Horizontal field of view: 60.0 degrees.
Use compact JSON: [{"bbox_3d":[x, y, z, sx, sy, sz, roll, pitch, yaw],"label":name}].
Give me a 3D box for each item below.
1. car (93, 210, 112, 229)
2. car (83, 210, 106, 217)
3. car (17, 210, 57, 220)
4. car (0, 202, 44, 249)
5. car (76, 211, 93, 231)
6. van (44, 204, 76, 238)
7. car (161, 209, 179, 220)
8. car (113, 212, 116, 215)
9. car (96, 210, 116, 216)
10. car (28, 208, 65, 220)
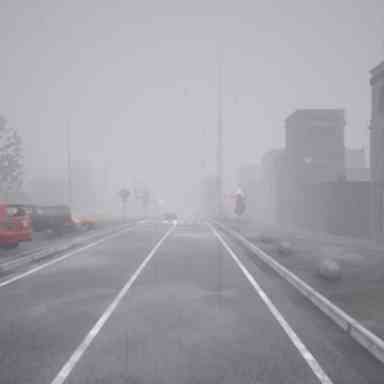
[{"bbox_3d":[-9.365,2.133,25.797,5.366,1.575,1.946,0,-2,0],"label":"car"},{"bbox_3d":[-21.796,4.840,74.616,4.674,1.452,2.002,0,-3,0],"label":"car"},{"bbox_3d":[-21.880,3.257,47.156,4.674,1.452,2.002,0,-3,0],"label":"car"},{"bbox_3d":[-9.519,1.451,13.666,5.566,2.045,2.435,0,-2,0],"label":"car"},{"bbox_3d":[-9.568,1.893,22.886,4.553,1.767,2.185,0,-2,0],"label":"car"},{"bbox_3d":[-9.640,1.682,19.854,4.442,1.987,1.878,0,-2,0],"label":"van"},{"bbox_3d":[-3.259,3.616,51.395,1.895,1.301,4.718,0,-3,0],"label":"car"},{"bbox_3d":[-21.776,5.177,81.157,5.008,1.535,2.097,0,-3,0],"label":"car"},{"bbox_3d":[-21.754,5.398,84.298,4.674,1.452,2.002,0,-3,0],"label":"car"},{"bbox_3d":[-21.938,3.273,50.331,4.553,1.767,2.185,0,-3,0],"label":"car"}]
